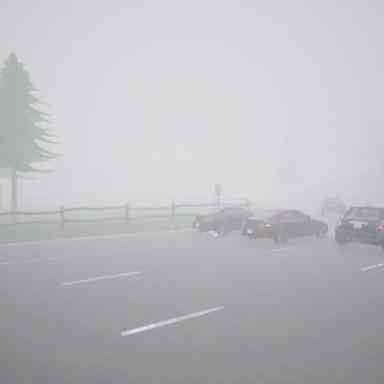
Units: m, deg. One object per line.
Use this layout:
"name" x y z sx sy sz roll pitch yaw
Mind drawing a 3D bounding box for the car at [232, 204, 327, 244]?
"car" 4.328 1.477 15.427 4.674 1.442 1.812 -1 0 -35

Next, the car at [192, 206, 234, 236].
"car" 2.140 1.478 18.176 4.674 1.442 1.812 -1 0 -36

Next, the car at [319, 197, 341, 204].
"car" 13.137 1.241 31.290 2.097 1.767 4.553 0 0 19

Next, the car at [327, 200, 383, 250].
"car" 7.960 1.296 13.715 4.553 1.767 2.097 0 0 -35
